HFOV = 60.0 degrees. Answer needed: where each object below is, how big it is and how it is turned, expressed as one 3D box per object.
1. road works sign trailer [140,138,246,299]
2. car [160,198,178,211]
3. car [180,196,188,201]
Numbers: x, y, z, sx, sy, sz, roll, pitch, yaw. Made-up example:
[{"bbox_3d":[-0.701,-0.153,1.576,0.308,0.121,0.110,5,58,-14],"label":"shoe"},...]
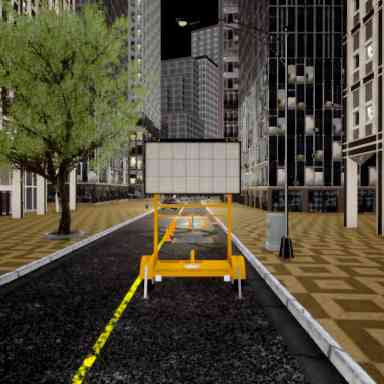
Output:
[{"bbox_3d":[0.017,0.464,8.403,2.380,3.560,2.880,0,0,0],"label":"road works sign trailer"},{"bbox_3d":[-2.767,1.535,40.849,1.837,1.490,4.892,0,0,0],"label":"car"},{"bbox_3d":[-2.137,1.794,88.455,1.895,1.301,4.718,0,0,4],"label":"car"}]
